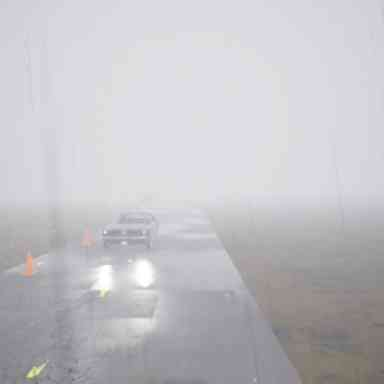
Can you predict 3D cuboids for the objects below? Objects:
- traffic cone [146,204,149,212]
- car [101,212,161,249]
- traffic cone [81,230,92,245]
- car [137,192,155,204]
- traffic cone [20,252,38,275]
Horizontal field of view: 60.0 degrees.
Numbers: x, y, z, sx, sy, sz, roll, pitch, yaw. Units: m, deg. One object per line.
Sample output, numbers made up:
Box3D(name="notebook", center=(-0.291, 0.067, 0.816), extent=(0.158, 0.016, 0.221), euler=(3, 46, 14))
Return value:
Box3D(name="traffic cone", center=(-4.636, 1.821, 33.980), extent=(0.340, 0.580, 0.340), euler=(0, 0, -3))
Box3D(name="car", center=(-2.493, 1.564, 14.437), extent=(1.895, 1.301, 4.718), euler=(0, 0, 0))
Box3D(name="traffic cone", center=(-4.466, 1.921, 14.102), extent=(0.340, 0.580, 0.340), euler=(0, 0, 0))
Box3D(name="car", center=(-8.135, 0.962, 58.115), extent=(2.150, 2.045, 5.566), euler=(0, 0, -19))
Box3D(name="traffic cone", center=(-4.451, 1.938, 9.101), extent=(0.340, 0.580, 0.340), euler=(0, 0, 0))
